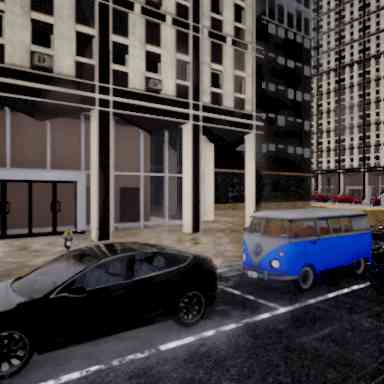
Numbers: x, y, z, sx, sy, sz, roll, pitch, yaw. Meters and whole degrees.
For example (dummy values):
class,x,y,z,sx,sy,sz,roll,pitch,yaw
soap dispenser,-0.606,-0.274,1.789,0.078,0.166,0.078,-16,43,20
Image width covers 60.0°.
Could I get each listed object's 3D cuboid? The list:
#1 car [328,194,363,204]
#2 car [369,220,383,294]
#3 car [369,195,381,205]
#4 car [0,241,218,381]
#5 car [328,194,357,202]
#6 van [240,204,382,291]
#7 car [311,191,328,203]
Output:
class,x,y,z,sx,sy,sz,roll,pitch,yaw
car,22.641,1.149,48.523,1.802,1.307,4.206,1,0,-36
car,6.031,1.485,7.678,5.008,1.535,1.882,0,0,-35
car,25.892,1.114,43.991,1.967,1.590,4.097,1,0,-36
car,-1.515,1.567,5.480,4.313,1.339,1.947,0,0,-35
car,26.170,1.037,57.985,1.802,1.307,4.206,1,0,-36
van,3.084,1.347,8.761,3.998,1.788,1.690,0,0,-35
car,19.401,0.775,53.053,2.192,1.841,5.009,1,0,-36
